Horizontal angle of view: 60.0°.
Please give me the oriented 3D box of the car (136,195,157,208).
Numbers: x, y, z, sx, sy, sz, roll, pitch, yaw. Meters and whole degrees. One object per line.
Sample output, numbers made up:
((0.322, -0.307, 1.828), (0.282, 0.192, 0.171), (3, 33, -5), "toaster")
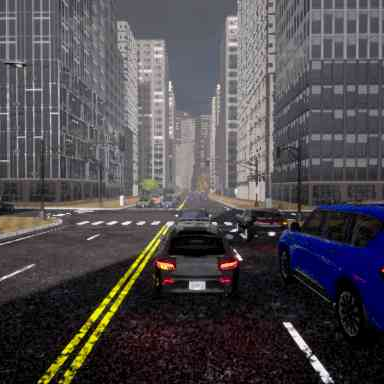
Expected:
((-6.669, 1.318, 47.873), (2.097, 1.767, 4.553), (0, 0, 1), "car")

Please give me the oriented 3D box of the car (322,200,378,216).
((16.196, 1.615, 34.219), (4.892, 1.490, 1.837), (0, 1, 0), "car")

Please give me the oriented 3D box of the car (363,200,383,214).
((21.777, 1.643, 36.725), (4.829, 1.417, 1.752), (1, 0, 1), "car")

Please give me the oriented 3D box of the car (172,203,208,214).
((0.086, 1.538, 17.584), (2.033, 1.411, 5.357), (0, 0, 0), "car")

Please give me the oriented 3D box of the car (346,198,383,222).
((16.176, 1.519, 28.434), (5.009, 1.841, 2.192), (1, 0, 1), "car")

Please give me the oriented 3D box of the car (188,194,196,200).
((-0.079, 1.282, 89.627), (2.033, 1.411, 5.357), (0, 0, 0), "car")

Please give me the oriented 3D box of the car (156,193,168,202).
((-6.566, 1.160, 73.717), (2.150, 2.045, 5.566), (0, 0, 0), "car")

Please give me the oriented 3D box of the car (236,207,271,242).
((3.336, 1.496, 16.314), (1.837, 1.490, 4.892), (0, 0, 0), "car")

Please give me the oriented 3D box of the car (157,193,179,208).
((-3.387, 1.318, 47.921), (2.097, 1.767, 4.553), (0, 0, 0), "car")

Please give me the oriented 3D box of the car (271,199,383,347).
((3.348, 1.218, 6.453), (2.150, 2.045, 5.566), (0, 0, 0), "car")

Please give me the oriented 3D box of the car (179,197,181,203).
((-3.383, 1.501, 58.227), (2.033, 1.411, 5.357), (0, 0, 0), "car")

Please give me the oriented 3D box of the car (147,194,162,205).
((-6.630, 1.309, 59.202), (2.097, 1.767, 4.553), (0, 0, 0), "car")

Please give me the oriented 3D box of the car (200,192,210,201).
((3.180, 1.443, 79.630), (1.812, 1.442, 4.674), (0, 0, 0), "car")

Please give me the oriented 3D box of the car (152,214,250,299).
((0.092, 1.522, 8.310), (1.812, 1.442, 4.674), (0, 0, 0), "car")

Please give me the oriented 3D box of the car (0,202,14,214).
((-19.551, 1.321, 31.578), (5.008, 1.535, 1.882), (1, 1, 1), "car")

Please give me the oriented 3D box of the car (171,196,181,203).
((-3.313, 1.492, 69.682), (1.994, 1.385, 4.181), (0, 0, 0), "car")

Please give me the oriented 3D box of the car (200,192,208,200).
((3.171, 0.967, 89.659), (2.150, 2.045, 5.566), (0, 0, 0), "car")

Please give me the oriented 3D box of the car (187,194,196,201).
((-0.070, 1.443, 79.627), (1.812, 1.442, 4.674), (0, 0, 0), "car")
